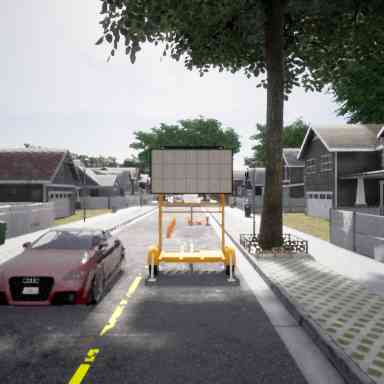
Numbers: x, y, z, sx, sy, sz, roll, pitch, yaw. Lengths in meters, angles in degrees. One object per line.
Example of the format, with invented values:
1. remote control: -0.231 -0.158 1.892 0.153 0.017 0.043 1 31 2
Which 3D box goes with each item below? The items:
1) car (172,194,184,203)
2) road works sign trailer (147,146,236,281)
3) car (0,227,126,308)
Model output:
1. car: -2.842 1.139 68.625 2.150 2.045 5.566 0 0 0
2. road works sign trailer: -0.007 0.462 9.785 2.380 3.560 2.880 0 0 0
3. car: -2.862 1.562 7.897 1.994 1.385 4.181 0 0 0
